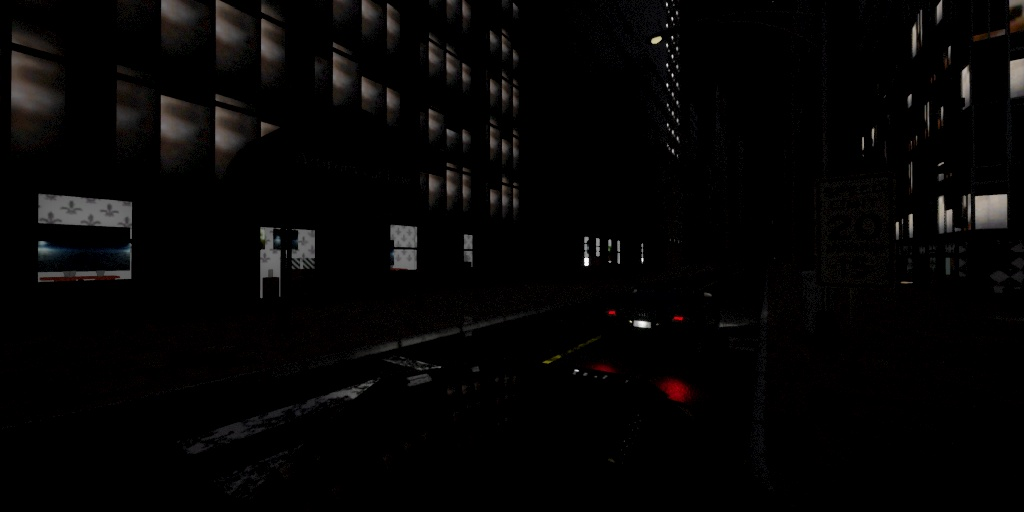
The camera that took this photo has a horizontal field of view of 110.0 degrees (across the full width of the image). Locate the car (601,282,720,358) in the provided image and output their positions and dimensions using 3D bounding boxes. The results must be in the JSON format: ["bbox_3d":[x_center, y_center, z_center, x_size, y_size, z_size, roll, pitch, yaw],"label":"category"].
[{"bbox_3d":[3.746,1.323,8.735,1.994,1.385,4.181,0,0,36],"label":"car"}]
